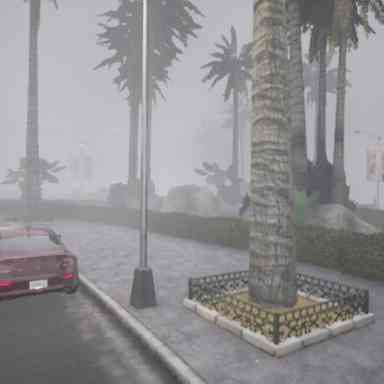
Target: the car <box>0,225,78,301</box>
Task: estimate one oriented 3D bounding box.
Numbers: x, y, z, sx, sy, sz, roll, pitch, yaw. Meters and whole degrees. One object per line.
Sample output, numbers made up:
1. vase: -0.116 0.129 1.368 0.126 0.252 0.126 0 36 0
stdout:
1. car: -4.083 1.516 7.985 1.812 1.442 4.674 1 0 -34
